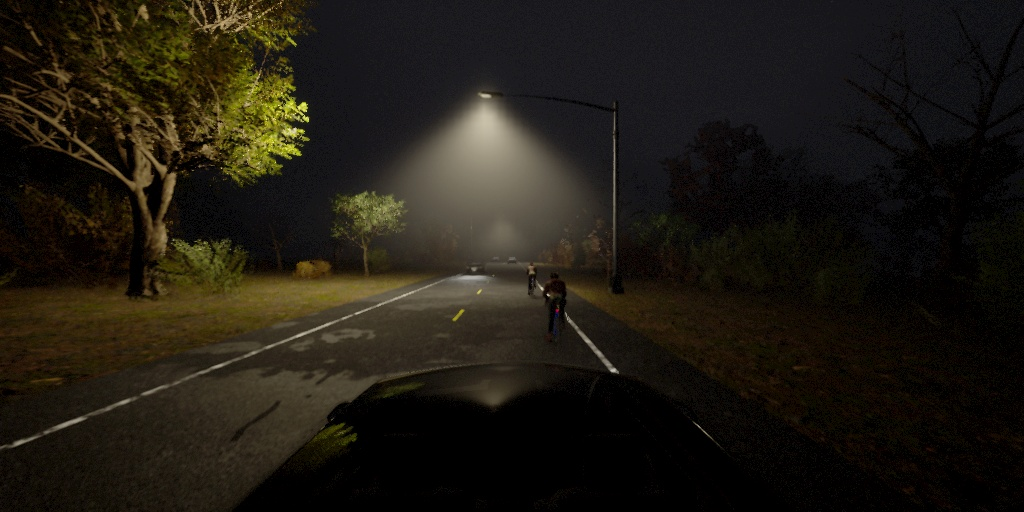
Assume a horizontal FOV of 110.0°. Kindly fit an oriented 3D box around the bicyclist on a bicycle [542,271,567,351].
[{"bbox_3d":[0.961,1.173,7.931,0.582,1.620,1.656,0,0,0],"label":"bicyclist on a bicycle"}]

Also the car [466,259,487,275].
[{"bbox_3d":[-3.597,1.088,36.807,2.128,1.511,4.902,0,0,0],"label":"car"}]

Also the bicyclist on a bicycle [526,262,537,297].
[{"bbox_3d":[0.959,1.130,17.184,0.582,1.620,1.656,0,0,0],"label":"bicyclist on a bicycle"}]
